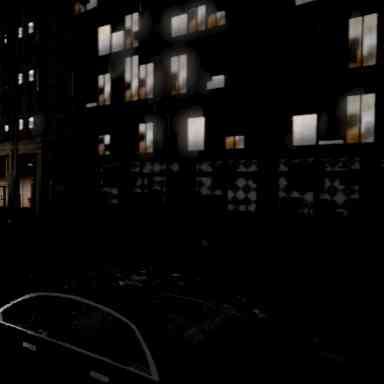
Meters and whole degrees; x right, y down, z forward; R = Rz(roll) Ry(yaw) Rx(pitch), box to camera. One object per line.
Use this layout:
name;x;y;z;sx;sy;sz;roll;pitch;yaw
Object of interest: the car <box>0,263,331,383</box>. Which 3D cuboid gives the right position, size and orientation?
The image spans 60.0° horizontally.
car;-0.925;1.478;3.502;4.403;1.369;2.008;1;2;34
